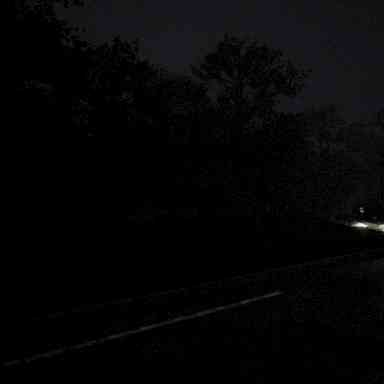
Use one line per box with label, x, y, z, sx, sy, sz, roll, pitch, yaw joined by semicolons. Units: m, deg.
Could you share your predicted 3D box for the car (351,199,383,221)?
car;14.102;1.342;26.495;2.097;1.767;4.553;0;0;19
